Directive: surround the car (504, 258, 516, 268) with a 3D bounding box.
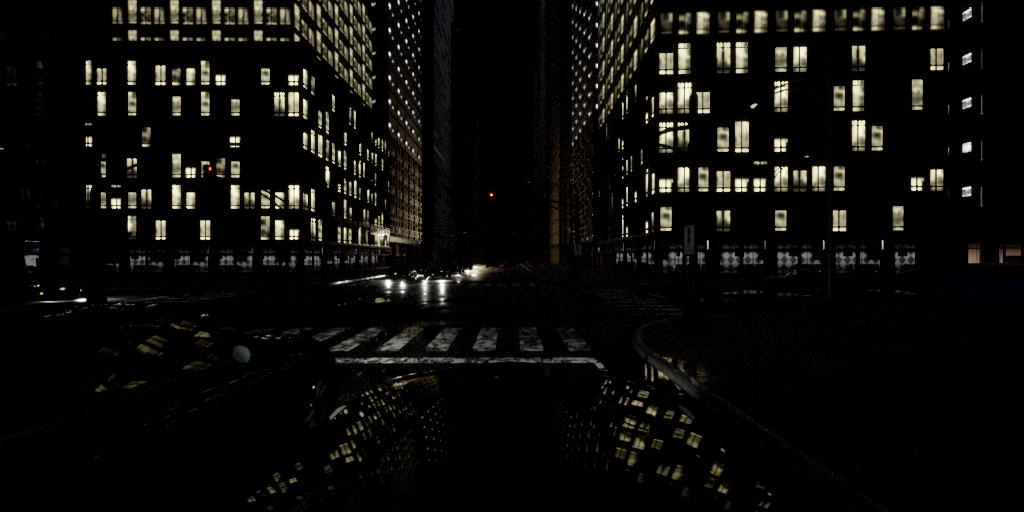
[{"bbox_3d":[-0.329,1.426,63.792,1.994,1.385,4.181,0,0,0],"label":"car"}]

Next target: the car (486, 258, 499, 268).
[{"bbox_3d":[-3.473,1.214,63.616,2.097,1.767,4.553,0,0,-1],"label":"car"}]

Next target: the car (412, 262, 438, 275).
[{"bbox_3d":[-10.054,1.361,41.679,1.994,1.385,4.181,0,0,0],"label":"car"}]

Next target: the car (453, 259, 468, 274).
[{"bbox_3d":[-6.817,1.277,42.797,1.882,1.535,5.008,0,0,0],"label":"car"}]

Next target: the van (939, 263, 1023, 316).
[{"bbox_3d":[18.301,1.119,12.718,3.998,1.789,1.690,0,0,2],"label":"van"}]

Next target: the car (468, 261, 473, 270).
[{"bbox_3d":[-6.858,1.390,52.775,1.994,1.385,4.181,0,0,0],"label":"car"}]

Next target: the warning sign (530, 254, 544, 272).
[{"bbox_3d":[2.643,0.910,40.793,1.300,1.860,1.060,0,0,0],"label":"warning sign"}]

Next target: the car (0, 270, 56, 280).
[{"bbox_3d":[-22.521,1.322,16.378,4.181,1.385,1.994,0,0,0],"label":"car"}]

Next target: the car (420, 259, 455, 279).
[{"bbox_3d":[-6.764,1.305,32.923,1.812,1.442,4.674,0,0,0],"label":"car"}]

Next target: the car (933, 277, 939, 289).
[{"bbox_3d":[26.824,1.356,20.451,4.207,1.307,1.802,0,0,2],"label":"car"}]

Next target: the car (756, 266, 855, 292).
[{"bbox_3d":[16.987,1.293,20.883,4.829,1.417,1.751,0,0,2],"label":"car"}]

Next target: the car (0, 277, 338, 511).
[{"bbox_3d":[-3.154,1.102,2.524,2.097,1.767,4.553,0,0,0],"label":"car"}]

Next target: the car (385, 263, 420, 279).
[{"bbox_3d":[-10.015,1.343,32.770,1.994,1.385,4.181,0,0,0],"label":"car"}]
